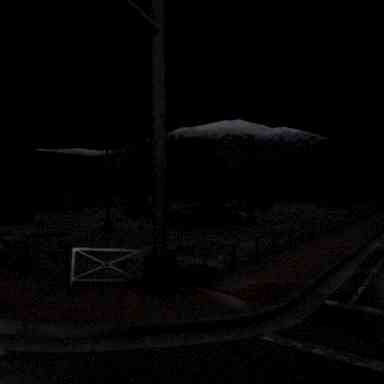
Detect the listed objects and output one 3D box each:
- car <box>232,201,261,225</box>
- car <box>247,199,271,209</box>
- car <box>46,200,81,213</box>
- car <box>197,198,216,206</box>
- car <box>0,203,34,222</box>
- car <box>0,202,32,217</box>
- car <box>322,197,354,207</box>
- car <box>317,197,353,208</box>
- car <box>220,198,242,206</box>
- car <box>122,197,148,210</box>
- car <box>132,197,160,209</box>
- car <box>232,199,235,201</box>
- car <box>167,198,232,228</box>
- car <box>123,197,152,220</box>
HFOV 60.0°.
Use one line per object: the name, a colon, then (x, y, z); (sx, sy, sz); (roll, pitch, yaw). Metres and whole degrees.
car: (2.837, 1.678, 25.126); (3.806, 1.475, 1.970); (-1, -1, 35)
car: (9.504, 1.758, 47.875); (3.633, 1.501, 1.845); (-1, -1, 35)
car: (-16.463, 1.859, 42.619); (5.027, 1.636, 2.152); (-1, -1, 35)
car: (3.152, 2.091, 70.739); (3.633, 1.501, 1.845); (-1, -1, 35)
car: (-16.281, 1.891, 30.131); (4.514, 1.523, 2.007); (-1, -1, 35)
car: (-19.911, 1.932, 37.197); (3.806, 1.475, 1.970); (-1, -1, 35)
car: (24.389, 1.667, 55.686); (4.514, 1.523, 2.007); (-1, -1, 35)
car: (22.616, 1.656, 53.097); (5.027, 1.636, 2.152); (-1, -1, 35)
car: (7.480, 1.990, 64.015); (3.806, 1.475, 1.970); (-1, -1, 35)
car: (-9.061, 1.785, 53.055); (3.866, 1.878, 1.905); (-1, -1, 35)
car: (-7.716, 1.813, 55.664); (4.605, 1.855, 1.932); (-1, -1, 35)
car: (3.687, 1.735, 39.749); (4.514, 1.523, 2.007); (-1, -1, 35)
car: (0.412, 1.403, 22.771); (3.866, 1.878, 1.905); (-1, -1, 35)
car: (-4.103, 1.542, 30.003); (4.605, 1.855, 1.932); (-1, -1, 35)
